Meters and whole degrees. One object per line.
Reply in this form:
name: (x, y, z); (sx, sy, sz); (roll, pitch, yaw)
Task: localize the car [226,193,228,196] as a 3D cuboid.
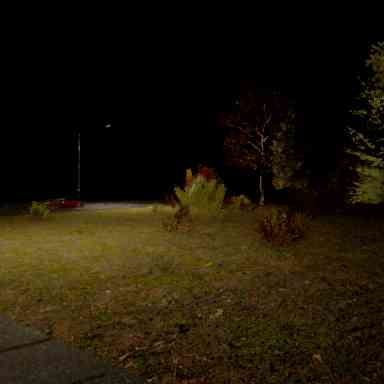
car: (5.931, 0.906, 61.703); (2.128, 1.511, 4.902); (2, 2, 40)

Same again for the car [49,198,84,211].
car: (-14.627, 1.346, 37.389); (1.895, 1.301, 4.718); (2, 2, 40)
